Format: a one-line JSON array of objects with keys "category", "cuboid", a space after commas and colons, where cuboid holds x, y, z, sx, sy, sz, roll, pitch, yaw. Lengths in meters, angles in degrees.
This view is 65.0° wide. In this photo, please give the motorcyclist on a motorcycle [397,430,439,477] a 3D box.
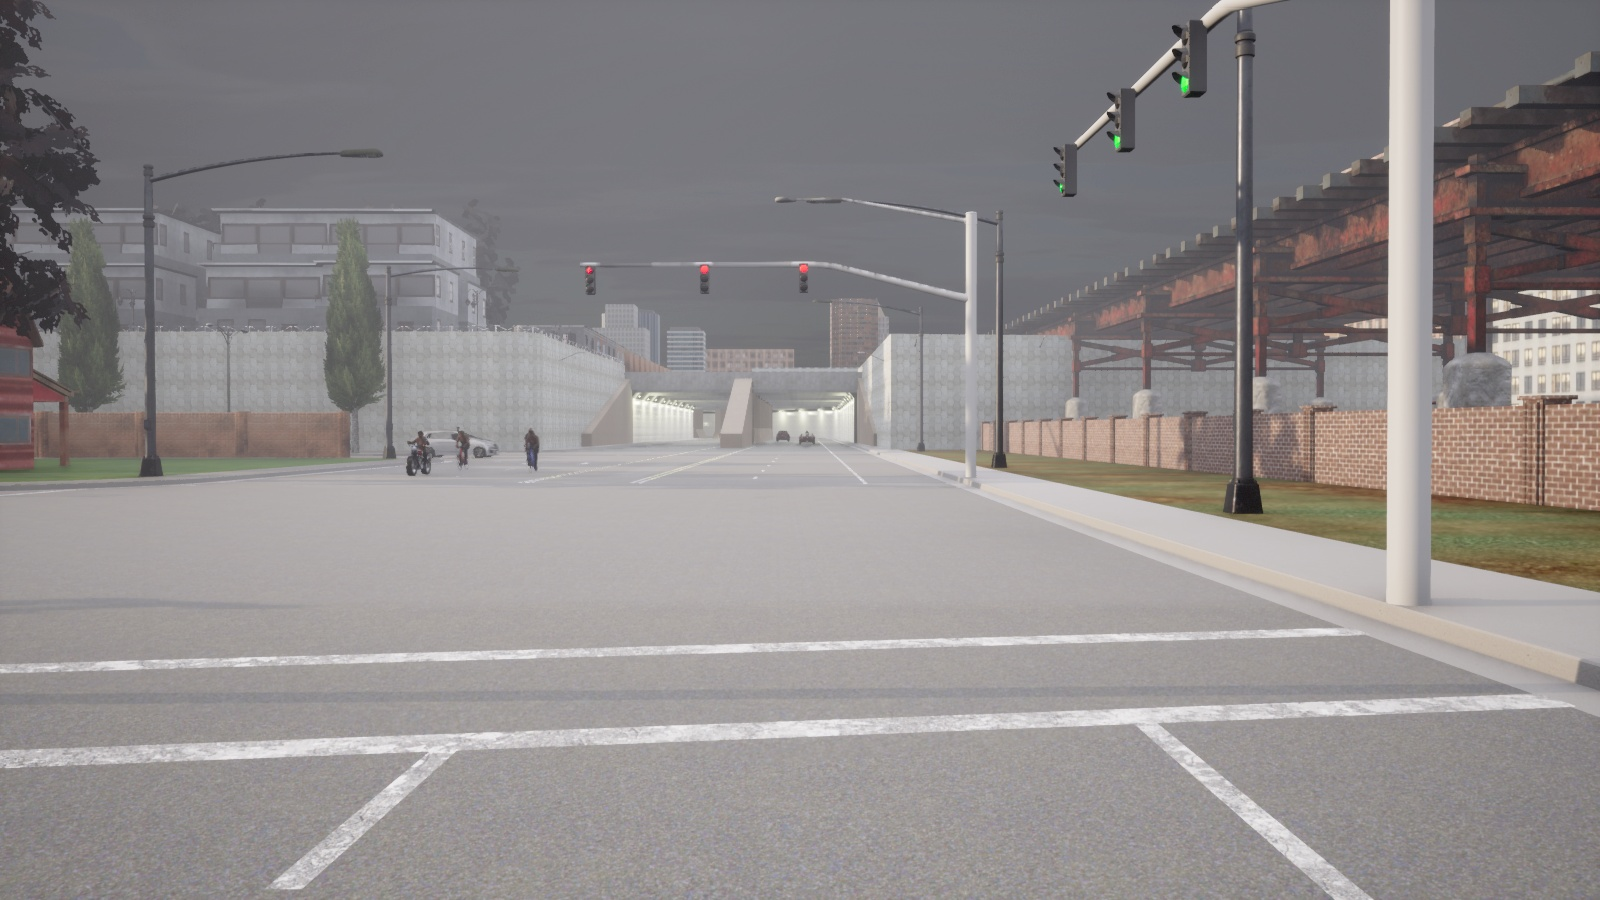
[{"category": "motorcyclist on a motorcycle", "cuboid": [-13.734, 0.094, 45.241, 0.766, 1.649, 2.350, 0, 1, 0]}]

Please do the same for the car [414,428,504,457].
[{"category": "car", "cuboid": [-19.879, -0.452, 73.329, 4.611, 1.667, 2.242, 0, 1, 0]}]
